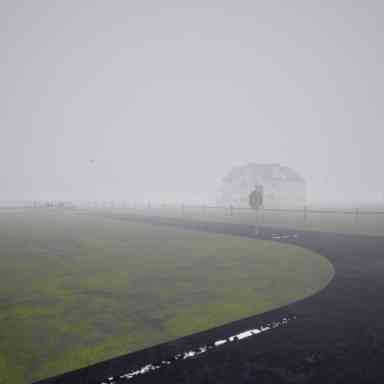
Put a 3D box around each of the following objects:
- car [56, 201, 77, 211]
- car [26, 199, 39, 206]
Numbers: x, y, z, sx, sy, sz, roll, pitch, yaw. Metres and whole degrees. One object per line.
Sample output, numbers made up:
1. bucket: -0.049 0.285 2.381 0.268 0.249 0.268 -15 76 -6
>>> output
1. car: -18.924 2.114 49.858 2.033 1.411 5.357 2 -2 -36
2. car: -38.796 2.661 81.754 1.994 1.385 4.181 2 -2 -36
